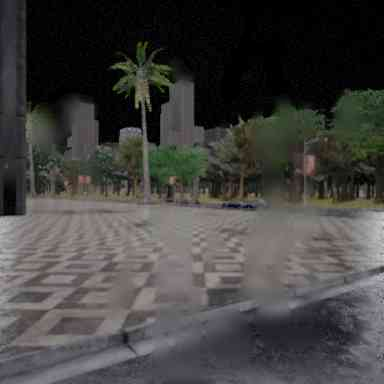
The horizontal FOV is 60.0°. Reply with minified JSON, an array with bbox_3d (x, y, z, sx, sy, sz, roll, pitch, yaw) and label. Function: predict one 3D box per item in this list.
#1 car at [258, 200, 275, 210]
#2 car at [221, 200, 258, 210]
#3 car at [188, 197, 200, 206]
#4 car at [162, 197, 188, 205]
[{"bbox_3d":[9.428,1.759,46.104,1.994,1.385,4.181,0,0,-36],"label":"car"},{"bbox_3d":[6.174,1.789,45.071,1.895,1.301,4.718,0,0,-36],"label":"car"},{"bbox_3d":[-0.784,1.620,59.828,2.033,1.411,5.357,0,0,-38],"label":"car"},{"bbox_3d":[-3.315,1.406,57.789,1.895,1.301,4.718,0,0,-38],"label":"car"}]
